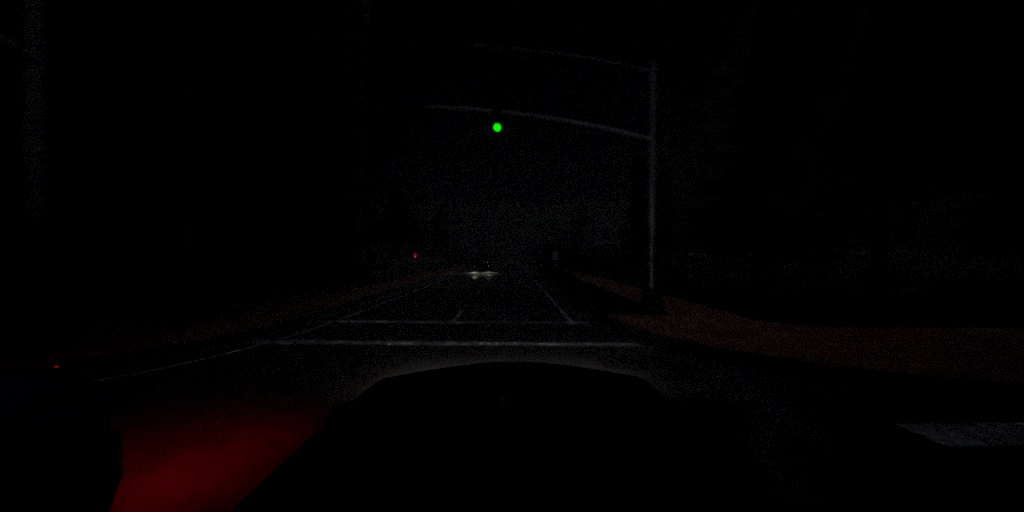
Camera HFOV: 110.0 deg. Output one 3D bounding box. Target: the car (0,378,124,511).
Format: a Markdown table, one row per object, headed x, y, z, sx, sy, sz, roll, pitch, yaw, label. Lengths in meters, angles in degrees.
| x | y | z | sx | sy | sz | roll | pitch | yaw | label |
| --- | --- | --- | --- | --- | --- | --- | --- | --- | --- |
| -3.500 | 1.290 | 0.191 | 1.882 | 1.535 | 5.008 | 0 | 1 | 0 | car |

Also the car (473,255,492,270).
| x | y | z | sx | sy | sz | roll | pitch | yaw | label |
| --- | --- | --- | --- | --- | --- | --- | --- | --- | --- |
| -3.514 | 0.690 | 43.297 | 2.097 | 1.767 | 4.553 | 0 | 0 | 0 | car |
